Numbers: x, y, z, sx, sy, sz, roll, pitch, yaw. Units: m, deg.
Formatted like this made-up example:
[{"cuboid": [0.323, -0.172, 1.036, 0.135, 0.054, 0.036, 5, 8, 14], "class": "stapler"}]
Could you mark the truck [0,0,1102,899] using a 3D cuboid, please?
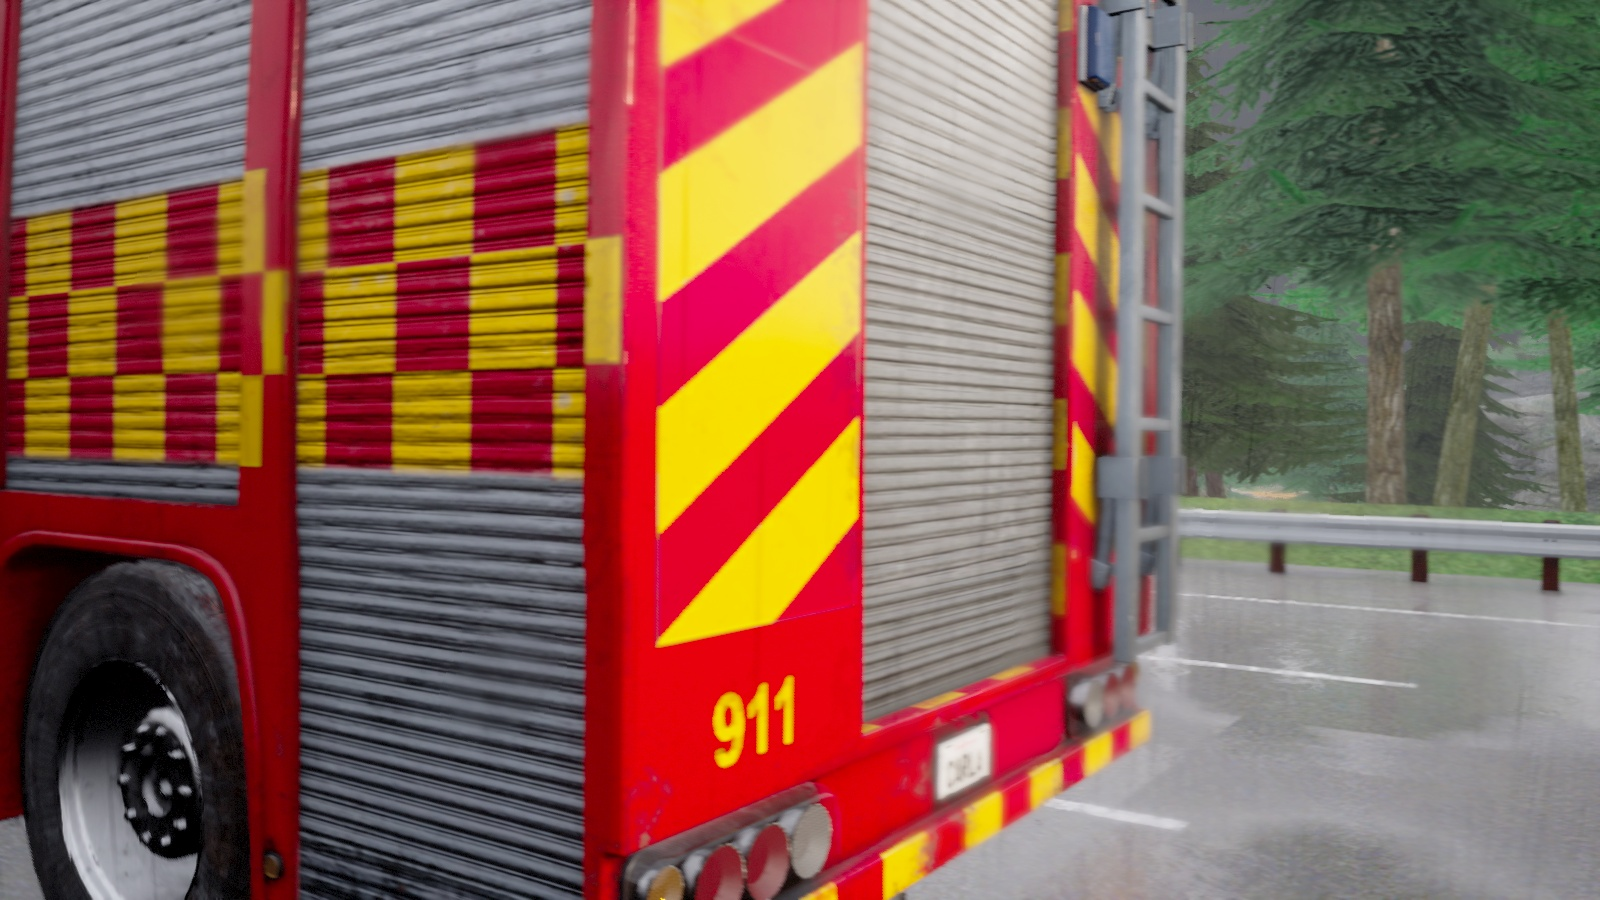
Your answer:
[{"cuboid": [-3.226, -0.482, 5.752, 8.468, 3.827, 2.891, 0, 1, 34], "class": "truck"}]
